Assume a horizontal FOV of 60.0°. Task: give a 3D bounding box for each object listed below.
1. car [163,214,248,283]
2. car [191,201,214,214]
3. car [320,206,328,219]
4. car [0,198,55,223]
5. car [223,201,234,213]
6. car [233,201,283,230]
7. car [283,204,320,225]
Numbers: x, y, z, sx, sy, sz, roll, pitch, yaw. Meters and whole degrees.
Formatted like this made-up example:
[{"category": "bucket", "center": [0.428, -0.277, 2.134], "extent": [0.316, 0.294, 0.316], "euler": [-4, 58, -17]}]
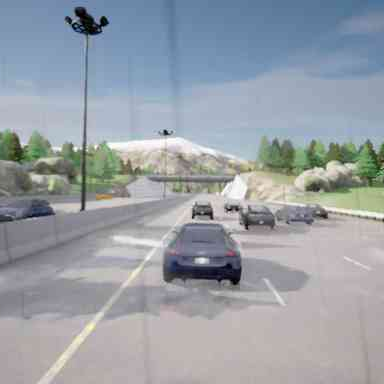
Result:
[{"category": "car", "center": [0.306, 1.581, 9.783], "extent": [1.994, 1.385, 4.181], "euler": [1, 0, 2]}, {"category": "car", "center": [0.948, 1.545, 30.152], "extent": [2.128, 1.511, 4.902], "euler": [1, 0, 2]}, {"category": "car", "center": [11.509, 1.829, 32.134], "extent": [1.994, 1.385, 4.181], "euler": [1, 0, 2]}, {"category": "car", "center": [-10.066, 1.175, 19.867], "extent": [2.097, 1.767, 4.553], "euler": [1, 0, 2]}, {"category": "car", "center": [4.714, 1.739, 38.883], "extent": [1.895, 1.301, 4.718], "euler": [1, 0, 2]}, {"category": "car", "center": [4.199, 1.600, 22.063], "extent": [2.128, 1.511, 4.902], "euler": [1, 0, 2]}, {"category": "car", "center": [7.816, 1.733, 25.839], "extent": [2.033, 1.411, 5.357], "euler": [1, 0, 2]}]
